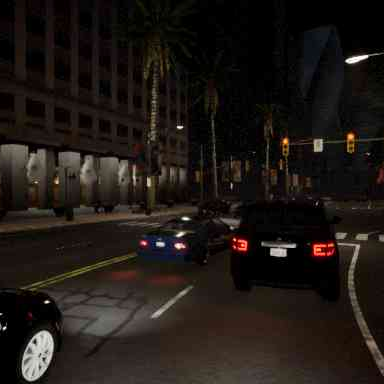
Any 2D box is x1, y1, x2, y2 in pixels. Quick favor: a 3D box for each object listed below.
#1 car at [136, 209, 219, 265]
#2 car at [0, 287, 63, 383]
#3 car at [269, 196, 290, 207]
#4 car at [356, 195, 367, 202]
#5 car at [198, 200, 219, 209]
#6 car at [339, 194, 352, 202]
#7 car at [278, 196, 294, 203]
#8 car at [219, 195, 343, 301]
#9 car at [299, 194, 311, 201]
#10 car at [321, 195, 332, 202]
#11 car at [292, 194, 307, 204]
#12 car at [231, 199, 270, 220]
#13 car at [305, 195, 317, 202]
[{"bbox_3d":[0.188,1.547,11.790,2.033,1.411,5.357,0,0,26],"label":"car"},{"bbox_3d":[-2.896,1.505,2.552,1.837,1.490,4.892,0,0,9],"label":"car"},{"bbox_3d":[13.764,1.492,52.195,2.128,1.511,4.902,0,0,29],"label":"car"},{"bbox_3d":[36.874,1.595,72.435,1.895,1.301,4.718,0,0,29],"label":"car"},{"bbox_3d":[2.193,1.505,30.983,1.837,1.490,4.892,0,0,29],"label":"car"},{"bbox_3d":[34.412,1.355,75.217,2.097,1.767,4.553,0,0,29],"label":"car"},{"bbox_3d":[19.633,1.513,69.440,2.161,1.482,4.786,0,0,28],"label":"car"},{"bbox_3d":[2.613,1.221,8.701,2.150,2.045,5.566,0,0,22],"label":"car"},{"bbox_3d":[30.191,1.354,88.663,2.185,1.767,4.553,0,0,28],"label":"car"},{"bbox_3d":[30.397,1.524,75.186,1.812,1.442,4.674,0,0,29],"label":"car"},{"bbox_3d":[21.396,1.352,66.008,2.097,1.767,4.553,0,0,29],"label":"car"},{"bbox_3d":[5.264,1.477,29.302,1.882,1.535,5.008,0,0,29],"label":"car"},{"bbox_3d":[27.749,1.524,77.633,1.812,1.442,4.674,0,0,29],"label":"car"}]
